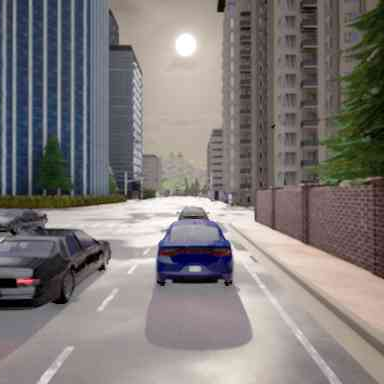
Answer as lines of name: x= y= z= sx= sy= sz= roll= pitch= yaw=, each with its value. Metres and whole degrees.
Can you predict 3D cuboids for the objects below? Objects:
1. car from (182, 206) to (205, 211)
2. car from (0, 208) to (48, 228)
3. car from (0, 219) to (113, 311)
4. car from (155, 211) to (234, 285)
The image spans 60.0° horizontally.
car: x=0.074 y=1.637 z=20.595 sx=1.837 sy=1.490 sz=4.892 roll=0 pitch=0 yaw=0
car: x=-10.532 y=1.683 z=20.000 sx=2.033 sy=1.411 sz=5.357 roll=0 pitch=0 yaw=0
car: x=-3.433 y=1.603 z=8.145 sx=2.033 sy=1.411 sz=5.357 roll=0 pitch=0 yaw=0
car: x=0.062 y=1.540 z=9.713 sx=1.882 sy=1.535 sz=5.008 roll=0 pitch=0 yaw=0
